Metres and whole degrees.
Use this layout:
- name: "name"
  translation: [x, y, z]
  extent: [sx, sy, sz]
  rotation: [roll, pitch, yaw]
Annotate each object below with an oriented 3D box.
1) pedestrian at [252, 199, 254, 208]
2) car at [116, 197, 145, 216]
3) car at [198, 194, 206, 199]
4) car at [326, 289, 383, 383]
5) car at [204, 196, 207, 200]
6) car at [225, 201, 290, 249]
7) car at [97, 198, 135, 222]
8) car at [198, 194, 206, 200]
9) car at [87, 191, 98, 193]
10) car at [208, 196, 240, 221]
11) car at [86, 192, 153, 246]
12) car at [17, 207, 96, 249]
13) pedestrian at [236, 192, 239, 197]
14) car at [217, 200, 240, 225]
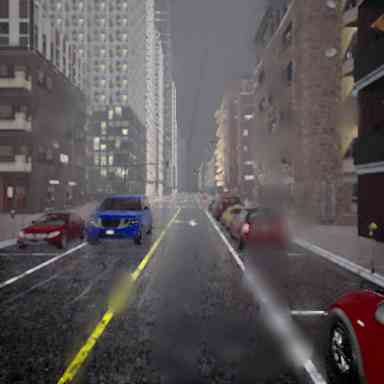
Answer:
- name: "pedestrian"
  translation: [8.140, 1.117, 44.275]
  extent: [0.375, 1.860, 0.375]
  rotation: [0, 0, 0]
- name: "car"
  translation: [-5.684, 1.297, 31.133]
  extent: [1.967, 1.590, 4.097]
  rotation: [0, 0, 0]
- name: "car"
  translation: [2.702, 1.163, 91.758]
  extent: [2.008, 1.369, 4.403]
  rotation: [0, 0, 0]
- name: "car"
  translation: [2.692, 1.427, 2.722]
  extent: [1.967, 1.590, 4.097]
  rotation: [0, 0, 0]
- name: "car"
  translation: [2.696, 1.399, 36.818]
  extent: [1.947, 1.339, 4.313]
  rotation: [0, 0, 0]
- name: "car"
  translation: [2.694, 1.374, 14.087]
  extent: [1.967, 1.590, 4.097]
  rotation: [0, 0, 0]
- name: "car"
  translation: [-5.685, 1.322, 25.451]
  extent: [1.967, 1.590, 4.097]
  rotation: [0, 0, 0]
- name: "car"
  translation: [2.751, 1.242, 78.841]
  extent: [1.802, 1.307, 4.206]
  rotation: [0, 0, 0]
- name: "car"
  translation: [-17.553, 0.781, 50.502]
  extent: [5.009, 1.841, 2.192]
  rotation: [1, -1, 0]
- name: "car"
  translation: [2.695, 1.197, 25.452]
  extent: [2.192, 1.841, 5.009]
  rotation: [0, 0, 0]
- name: "car"
  translation: [-3.099, 1.149, 15.336]
  extent: [2.150, 2.045, 5.566]
  rotation: [0, 0, 0]
- name: "car"
  translation: [-5.687, 1.516, 14.087]
  extent: [1.802, 1.307, 4.206]
  rotation: [0, 0, 0]
- name: "pedestrian"
  translation: [6.140, 0.939, 44.875]
  extent: [0.375, 1.860, 0.375]
  rotation: [0, 0, 0]
- name: "car"
  translation: [2.694, 1.432, 19.940]
  extent: [1.752, 1.417, 4.829]
  rotation: [0, 0, 0]
